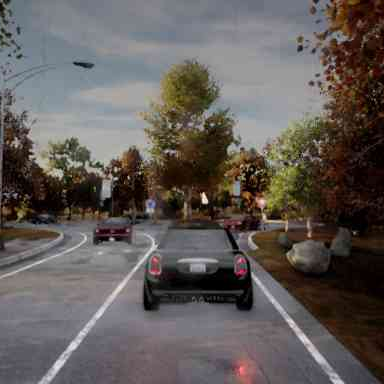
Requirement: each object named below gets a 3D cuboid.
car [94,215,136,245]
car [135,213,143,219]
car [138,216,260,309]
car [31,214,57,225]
[{"bbox_3d":[-4.166,2.061,18.062,1.895,1.301,4.718,1,-3,-10],"label":"car"},{"bbox_3d":[-10.654,4.565,61.126,4.718,1.301,1.895,2,-4,-23],"label":"car"},{"bbox_3d":[0.128,1.450,8.191,2.097,1.767,4.553,0,-1,1],"label":"car"},{"bbox_3d":[-19.616,3.632,44.326,2.033,1.411,5.357,0,-4,-5],"label":"car"}]
